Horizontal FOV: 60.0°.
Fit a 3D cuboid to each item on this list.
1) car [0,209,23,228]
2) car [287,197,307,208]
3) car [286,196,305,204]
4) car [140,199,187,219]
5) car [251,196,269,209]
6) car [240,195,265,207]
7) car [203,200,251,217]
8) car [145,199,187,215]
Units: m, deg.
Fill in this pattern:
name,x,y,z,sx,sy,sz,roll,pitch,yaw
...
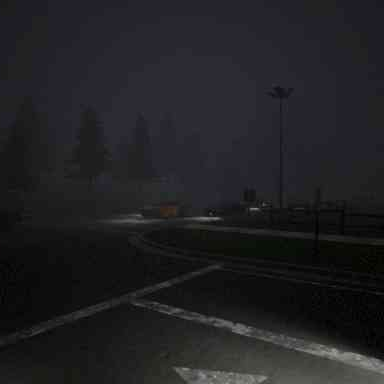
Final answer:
name,x,y,z,sx,sy,sz,roll,pitch,yaw
car,-13.235,1.547,20.157,2.033,1.411,5.357,0,0,35
car,15.363,1.525,48.622,1.812,1.442,4.674,0,0,35
car,18.371,1.312,58.856,1.895,1.301,4.718,0,0,35
car,-2.418,1.477,29.457,1.882,1.535,5.008,0,0,35
car,8.915,1.563,45.568,1.994,1.385,4.181,0,0,35
car,9.674,1.351,52.705,2.097,1.767,4.553,0,0,35
car,3.198,1.546,31.362,2.033,1.411,5.357,0,0,35
car,-2.661,1.526,35.164,1.812,1.442,4.674,0,0,35
